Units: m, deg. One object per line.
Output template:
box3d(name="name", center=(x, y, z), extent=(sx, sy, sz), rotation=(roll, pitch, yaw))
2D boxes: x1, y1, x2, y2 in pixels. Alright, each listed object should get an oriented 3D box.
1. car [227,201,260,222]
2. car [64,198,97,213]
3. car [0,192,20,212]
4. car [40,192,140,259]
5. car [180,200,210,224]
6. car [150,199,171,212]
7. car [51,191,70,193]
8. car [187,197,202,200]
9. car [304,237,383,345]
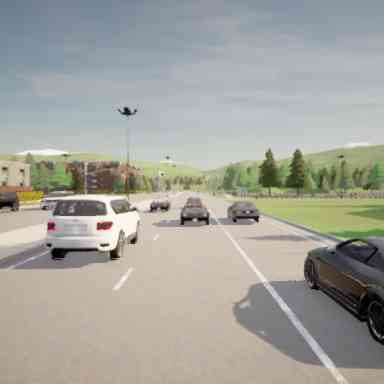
box3d(name="car", center=(3.700, 1.376, 24.488), extent=(2.033, 1.411, 5.357), rotation=(0, 0, 0))
box3d(name="car", center=(-11.407, 1.316, 34.401), extent=(1.994, 1.385, 4.181), rotation=(0, 0, 1))
box3d(name="car", center=(-18.441, 0.992, 31.315), extent=(2.150, 2.045, 5.566), rotation=(0, 0, 1))
box3d(name="car", center=(-3.350, 1.132, 12.267), extent=(2.150, 2.045, 5.566), rotation=(0, 0, 0))
box3d(name="car", center=(0.192, 1.440, 22.880), extent=(1.895, 1.301, 4.718), rotation=(0, 0, 0))
box3d(name="car", center=(-3.255, 1.351, 35.099), extent=(1.895, 1.301, 4.718), rotation=(0, 0, 0))
box3d(name="car", center=(-14.869, 0.955, 37.226), extent=(2.150, 2.045, 5.566), rotation=(0, 0, 1))
box3d(name="car", center=(0.269, 1.272, 41.415), extent=(1.994, 1.385, 4.181), rotation=(0, 0, 0))
box3d(name="car", center=(3.643, 1.521, 6.250), extent=(1.994, 1.385, 4.181), rotation=(0, 0, 0))
